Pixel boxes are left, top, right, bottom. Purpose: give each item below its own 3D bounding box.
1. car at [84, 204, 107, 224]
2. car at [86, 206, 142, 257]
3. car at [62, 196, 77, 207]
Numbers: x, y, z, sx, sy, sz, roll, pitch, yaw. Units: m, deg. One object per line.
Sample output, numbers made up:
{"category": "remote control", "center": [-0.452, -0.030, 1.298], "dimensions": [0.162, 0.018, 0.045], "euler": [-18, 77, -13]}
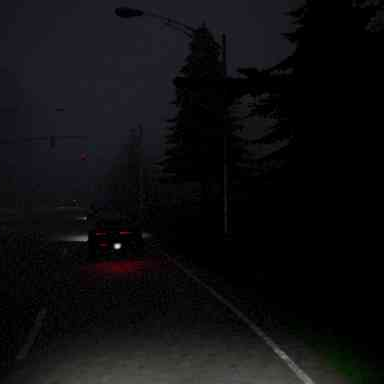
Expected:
{"category": "car", "center": [-7.426, 1.631, 26.722], "dimensions": [1.994, 1.385, 4.181], "euler": [0, 0, -17]}
{"category": "car", "center": [-3.180, 1.535, 13.352], "dimensions": [1.837, 1.490, 4.892], "euler": [-1, 0, -17]}
{"category": "car", "center": [-20.149, 1.536, 54.915], "dimensions": [2.097, 1.767, 4.553], "euler": [-1, 0, -17]}
